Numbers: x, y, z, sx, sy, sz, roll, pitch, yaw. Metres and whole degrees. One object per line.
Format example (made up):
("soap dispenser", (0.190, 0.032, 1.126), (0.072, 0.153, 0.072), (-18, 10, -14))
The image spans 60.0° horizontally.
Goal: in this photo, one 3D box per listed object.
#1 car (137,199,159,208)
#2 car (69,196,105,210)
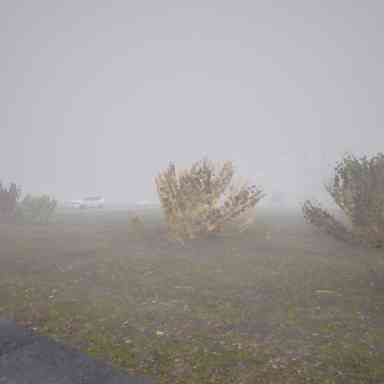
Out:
("car", (-7.971, 2.074, 60.492), (1.812, 1.442, 4.674), (-1, -1, 36))
("car", (-15.625, 1.628, 49.941), (2.150, 2.045, 5.566), (-1, -1, 36))
